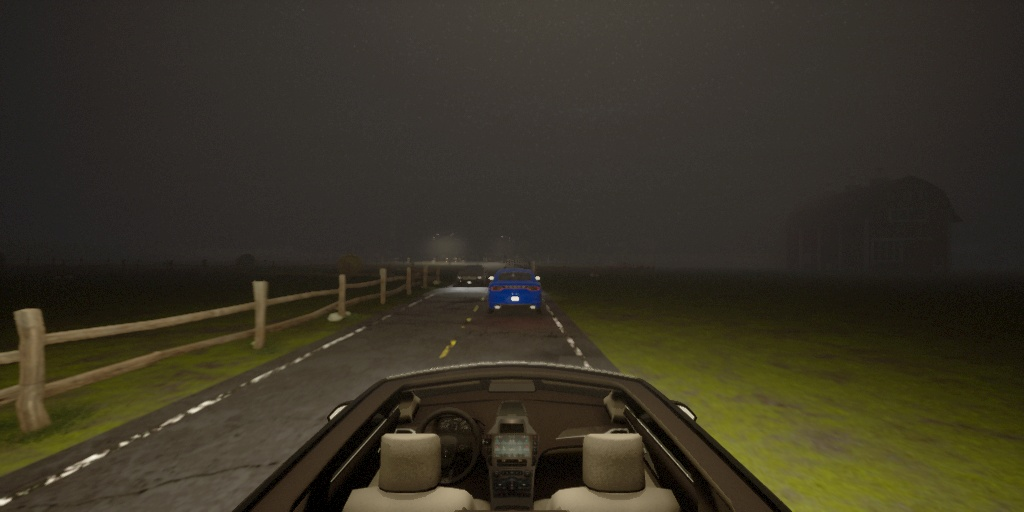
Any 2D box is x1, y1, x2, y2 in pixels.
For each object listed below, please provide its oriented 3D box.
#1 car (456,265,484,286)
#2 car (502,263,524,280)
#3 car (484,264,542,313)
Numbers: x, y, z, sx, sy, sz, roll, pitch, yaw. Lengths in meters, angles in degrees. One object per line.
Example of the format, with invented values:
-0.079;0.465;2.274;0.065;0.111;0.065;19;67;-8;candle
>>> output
-2.745;1.319;25.759;2.033;1.411;5.357;0;0;0;car
0.106;1.379;33.048;1.895;1.301;4.718;0;0;0;car
0.102;1.239;14.112;1.882;1.535;5.008;0;0;0;car
